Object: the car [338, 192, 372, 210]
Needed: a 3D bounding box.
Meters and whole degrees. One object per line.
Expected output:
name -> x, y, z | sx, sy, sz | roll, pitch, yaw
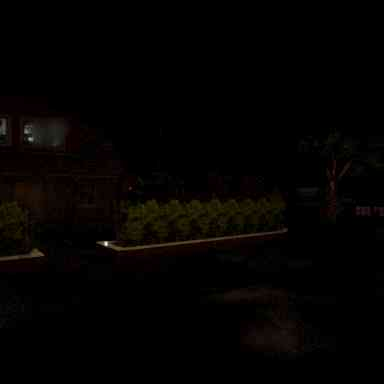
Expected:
car -> 17.407, 0.985, 36.196 | 3.866, 1.878, 1.905 | 0, 0, 0
